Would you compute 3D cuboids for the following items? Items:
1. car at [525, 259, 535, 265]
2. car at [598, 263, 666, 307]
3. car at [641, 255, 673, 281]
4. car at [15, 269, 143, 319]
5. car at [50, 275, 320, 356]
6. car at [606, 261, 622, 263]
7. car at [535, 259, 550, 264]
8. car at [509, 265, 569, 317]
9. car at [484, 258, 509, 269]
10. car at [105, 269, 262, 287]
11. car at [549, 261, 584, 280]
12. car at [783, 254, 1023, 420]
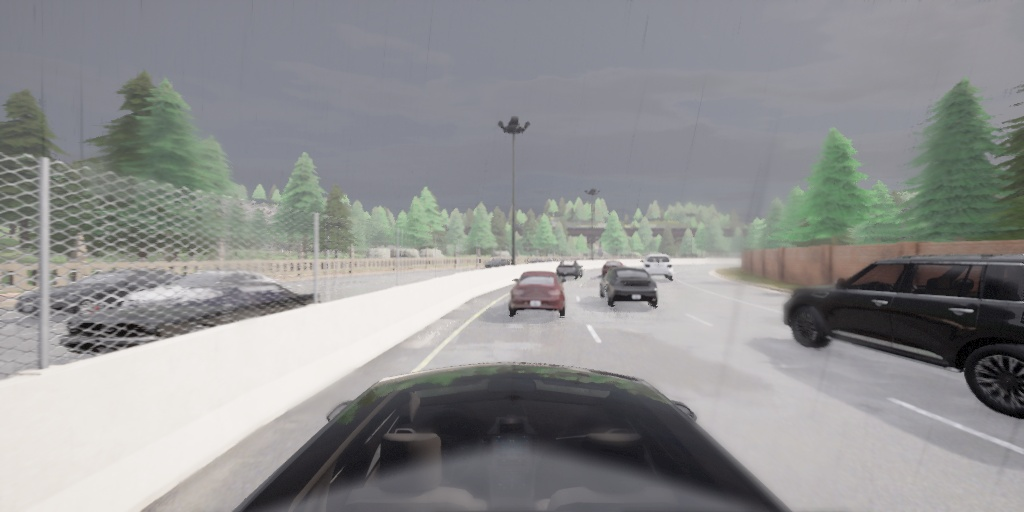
[{"bbox_3d":[3.498,1.148,53.546,1.994,1.385,4.181,0,0,30],"label":"car"},{"bbox_3d":[4.847,1.228,15.318,1.837,1.490,4.892,0,0,9],"label":"car"},{"bbox_3d":[12.039,0.923,29.868,2.150,2.045,5.566,0,0,19],"label":"car"},{"bbox_3d":[-13.320,1.184,12.364,1.812,1.442,4.674,0,0,6],"label":"car"},{"bbox_3d":[-6.735,1.300,8.321,1.895,1.301,4.718,0,0,4],"label":"car"},{"bbox_3d":[9.157,1.160,32.125,1.882,1.535,5.008,0,0,19],"label":"car"},{"bbox_3d":[5.257,1.171,49.476,1.994,1.385,4.181,0,0,28],"label":"car"},{"bbox_3d":[0.981,1.241,12.948,1.812,1.442,4.674,0,0,7],"label":"car"},{"bbox_3d":[-2.093,1.076,50.517,1.837,1.490,4.892,0,0,27],"label":"car"},{"bbox_3d":[-9.890,1.200,12.014,1.812,1.442,4.674,0,0,6],"label":"car"},{"bbox_3d":[4.957,1.162,30.579,2.128,1.511,4.902,0,0,18],"label":"car"},{"bbox_3d":[7.295,0.987,5.947,2.150,2.045,5.566,0,0,3],"label":"car"}]
